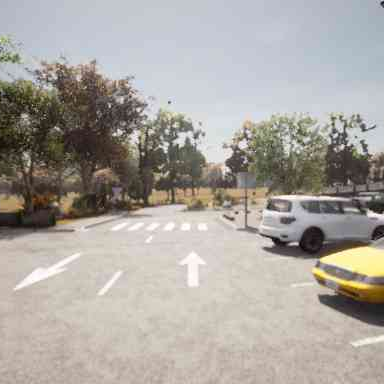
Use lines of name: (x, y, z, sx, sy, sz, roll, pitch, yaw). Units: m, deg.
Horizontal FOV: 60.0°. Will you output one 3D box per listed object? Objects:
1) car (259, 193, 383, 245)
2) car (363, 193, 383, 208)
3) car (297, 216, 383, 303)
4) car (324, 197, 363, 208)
car: (5.419, 1.198, 13.412, 5.566, 2.045, 2.435, 1, 0, -20)
car: (27.140, 1.127, 46.536, 2.435, 2.045, 5.566, 1, -1, -21)
car: (5.217, 1.460, 7.320, 5.366, 1.575, 1.946, 1, 0, -20)
car: (21.057, 1.406, 46.431, 2.163, 1.488, 4.792, 0, -1, -21)
